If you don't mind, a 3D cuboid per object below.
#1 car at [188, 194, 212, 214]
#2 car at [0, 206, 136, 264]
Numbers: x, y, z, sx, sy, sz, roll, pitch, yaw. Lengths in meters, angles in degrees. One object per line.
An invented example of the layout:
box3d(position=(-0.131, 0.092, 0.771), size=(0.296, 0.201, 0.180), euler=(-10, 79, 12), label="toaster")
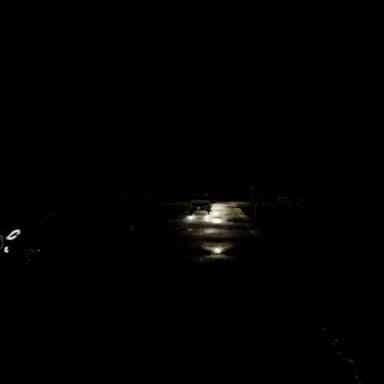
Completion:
box3d(position=(0.908, 1.217, 35.383), size=(2.150, 2.045, 5.566), euler=(0, 0, 5), label="car")
box3d(position=(-4.425, 1.334, 11.960), size=(4.553, 1.767, 2.097), euler=(0, -1, -36), label="car")
